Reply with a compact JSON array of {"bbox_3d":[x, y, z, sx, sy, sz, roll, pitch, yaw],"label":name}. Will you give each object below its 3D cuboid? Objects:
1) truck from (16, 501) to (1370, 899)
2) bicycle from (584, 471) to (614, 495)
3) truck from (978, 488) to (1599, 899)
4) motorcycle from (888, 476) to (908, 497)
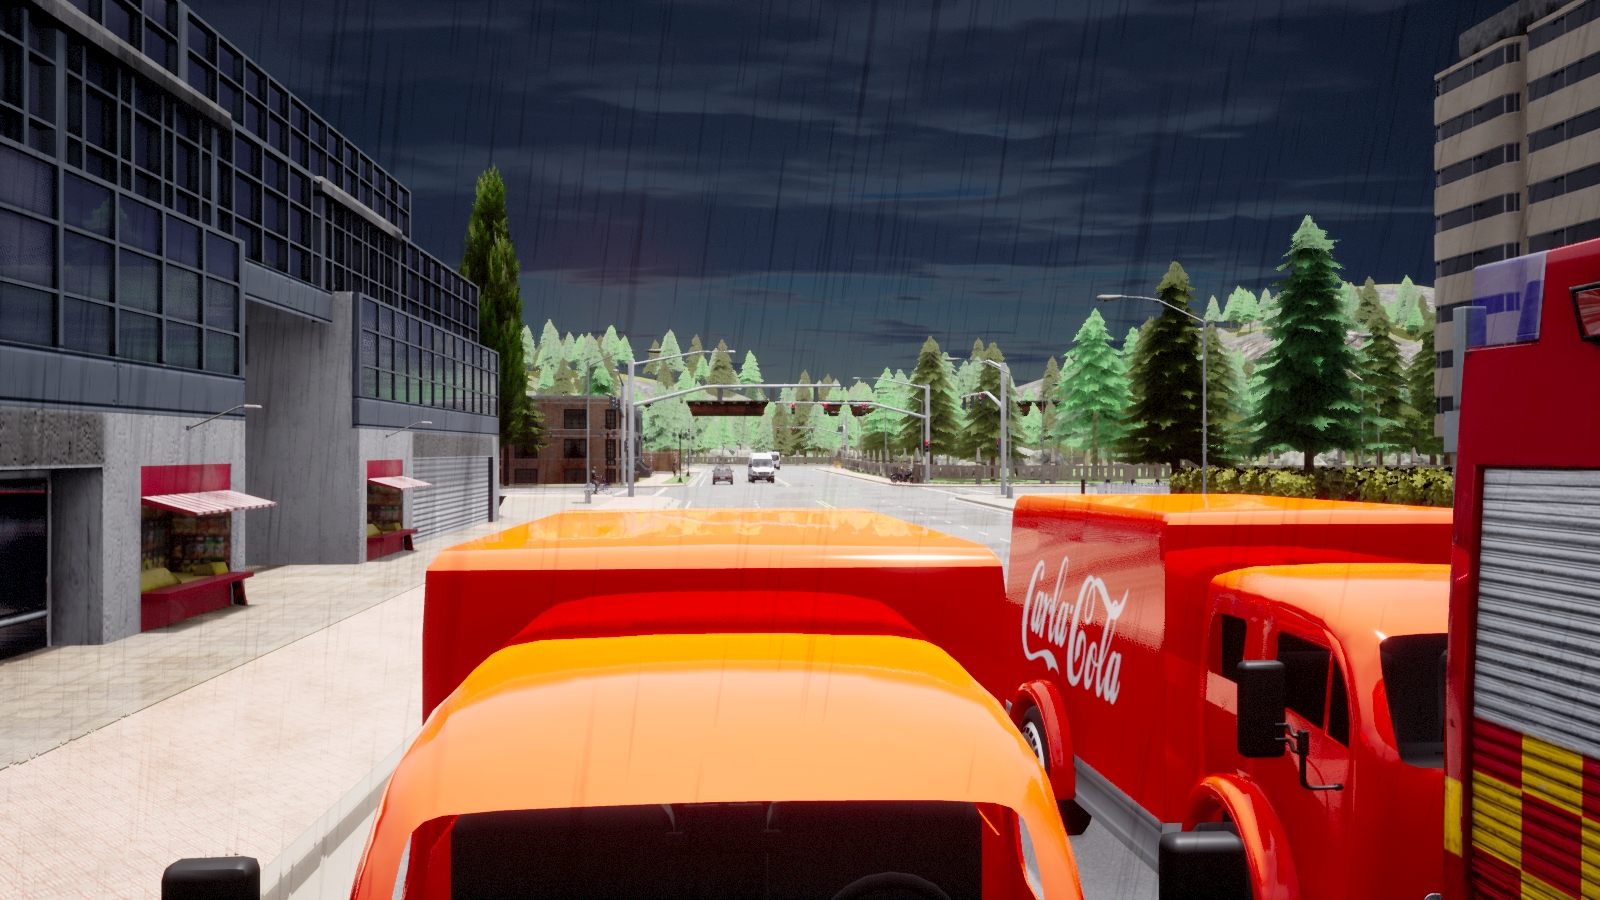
[{"bbox_3d":[-0.347,1.568,4.821,2.627,2.467,5.204,0,0,-4],"label":"truck"},{"bbox_3d":[-12.531,2.060,71.198,1.835,1.471,0.329,0,0,-11],"label":"bicycle"},{"bbox_3d":[3.003,1.568,7.234,2.627,2.467,5.204,0,0,-4],"label":"truck"},{"bbox_3d":[5.944,2.205,69.519,0.867,1.251,2.209,0,0,-4],"label":"motorcycle"}]
